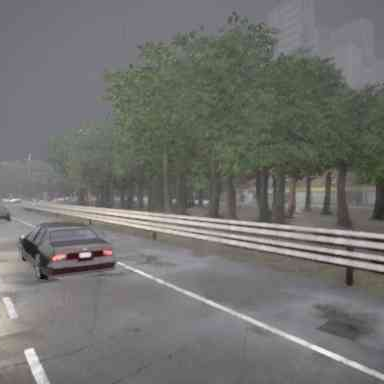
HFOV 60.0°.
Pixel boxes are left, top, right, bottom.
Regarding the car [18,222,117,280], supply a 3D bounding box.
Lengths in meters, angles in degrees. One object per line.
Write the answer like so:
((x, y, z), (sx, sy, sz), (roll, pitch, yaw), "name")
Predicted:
((-4.114, 1.657, 10.447), (2.033, 1.411, 5.357), (1, -1, -35), "car")

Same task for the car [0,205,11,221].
((-17.604, 1.864, 29.939), (1.994, 1.385, 4.181), (1, -1, -35), "car")
